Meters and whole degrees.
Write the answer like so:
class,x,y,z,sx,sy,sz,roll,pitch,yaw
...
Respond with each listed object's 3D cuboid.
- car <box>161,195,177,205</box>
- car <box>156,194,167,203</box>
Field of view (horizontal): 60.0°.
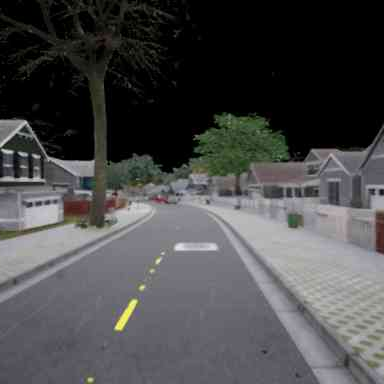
class,x,y,z,sx,sy,sz,roll,pitch,yaw
car,-4.319,1.809,67.411,2.033,1.411,5.357,-1,0,-13
car,-6.871,1.552,77.661,2.150,2.045,5.566,-1,-1,-16
